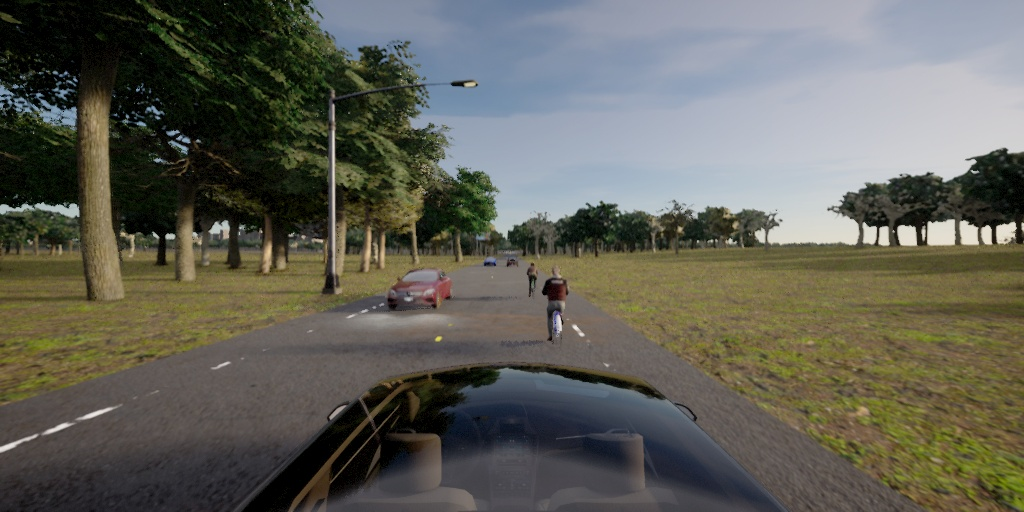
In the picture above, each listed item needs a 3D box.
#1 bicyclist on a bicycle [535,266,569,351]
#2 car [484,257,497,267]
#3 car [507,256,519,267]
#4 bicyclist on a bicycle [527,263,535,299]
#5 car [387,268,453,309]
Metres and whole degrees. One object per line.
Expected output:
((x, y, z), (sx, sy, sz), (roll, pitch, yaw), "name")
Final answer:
((0.962, 1.101, 8.028), (0.659, 1.776, 1.843), (0, 0, 0), "bicyclist on a bicycle")
((-3.560, 0.910, 58.688), (1.882, 1.535, 5.008), (0, 0, 0), "car")
((0.101, 0.941, 58.140), (1.837, 1.490, 4.892), (0, 0, 0), "car")
((0.963, 1.150, 16.693), (0.582, 1.620, 1.656), (0, 0, 0), "bicyclist on a bicycle")
((-3.598, 1.231, 14.795), (1.812, 1.442, 4.674), (0, 0, 0), "car")
